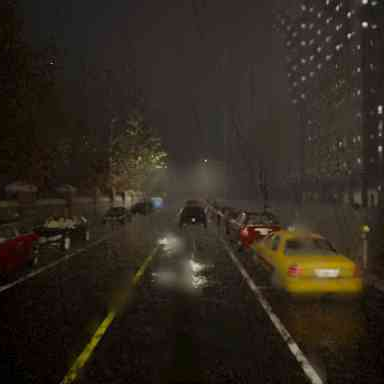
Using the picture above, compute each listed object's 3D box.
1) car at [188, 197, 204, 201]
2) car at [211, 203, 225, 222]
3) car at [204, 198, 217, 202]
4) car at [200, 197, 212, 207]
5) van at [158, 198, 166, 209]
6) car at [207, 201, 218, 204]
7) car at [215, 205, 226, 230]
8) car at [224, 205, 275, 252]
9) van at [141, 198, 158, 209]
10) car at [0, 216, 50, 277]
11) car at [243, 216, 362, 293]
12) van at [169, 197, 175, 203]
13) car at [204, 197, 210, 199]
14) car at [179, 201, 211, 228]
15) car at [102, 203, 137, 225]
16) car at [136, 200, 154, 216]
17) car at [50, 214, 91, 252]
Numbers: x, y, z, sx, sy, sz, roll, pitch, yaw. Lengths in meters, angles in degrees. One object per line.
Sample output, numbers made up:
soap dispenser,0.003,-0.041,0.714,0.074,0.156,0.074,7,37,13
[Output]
car,0.096,1.711,41.425,2.097,1.767,4.553,0,-1,0
car,2.686,1.783,25.651,1.947,1.339,4.313,0,-1,0
car,2.684,1.897,42.717,1.752,1.417,4.829,0,-1,0
car,2.680,1.899,65.079,2.192,1.841,5.009,0,-1,0
van,-5.698,1.815,53.813,1.690,1.788,3.998,0,-1,0
car,2.685,1.813,31.284,1.887,1.381,4.507,0,-1,0
car,2.686,1.711,20.019,1.887,1.381,4.507,0,-1,0
car,2.687,1.557,14.389,1.967,1.590,4.097,0,0,0
van,-5.696,1.711,42.549,1.690,1.788,3.998,0,-1,0
car,-5.692,1.510,8.756,1.967,1.590,4.097,0,0,0
car,2.688,1.597,8.927,1.752,1.417,4.829,0,0,0
van,-5.703,2.215,93.234,1.690,1.788,3.998,0,-1,0
car,2.683,1.737,48.182,2.192,1.841,5.009,0,-1,0
car,0.098,1.680,24.091,1.882,1.535,5.008,0,0,0
car,-5.695,1.799,25.650,1.802,1.307,4.206,0,-1,0
car,-5.696,1.885,36.915,1.947,1.339,4.313,0,-1,0
car,-5.693,1.667,14.387,2.008,1.369,4.403,0,0,0
